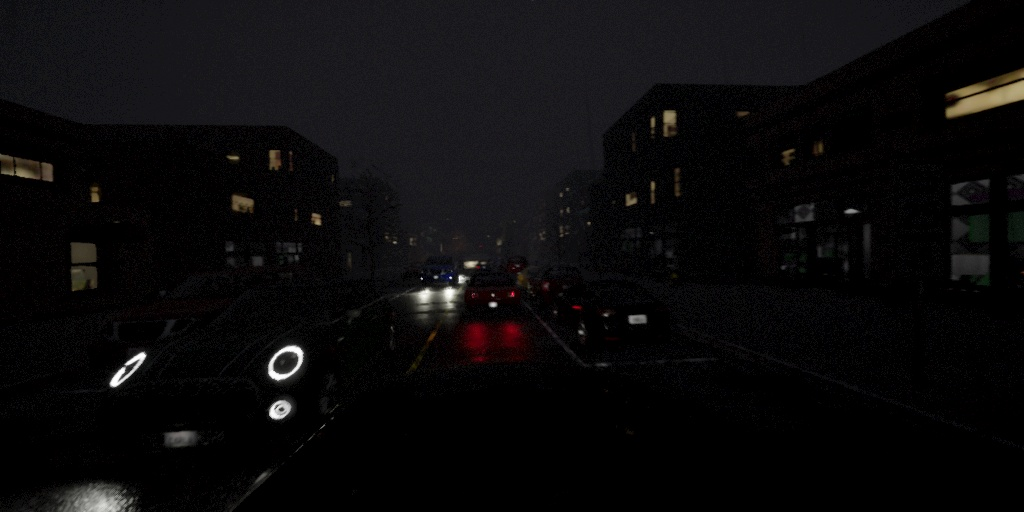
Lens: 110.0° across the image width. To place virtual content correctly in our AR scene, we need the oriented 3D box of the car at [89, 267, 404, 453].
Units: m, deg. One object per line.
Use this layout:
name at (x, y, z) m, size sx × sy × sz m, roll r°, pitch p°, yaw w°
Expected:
car at (-3.361, 1.163, 5.681) m, size 2.097 × 1.767 × 4.553 m, roll -1°, pitch 0°, yaw -4°

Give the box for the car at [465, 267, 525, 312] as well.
car at (-0.827, 1.306, 14.063) m, size 1.895 × 1.301 × 4.718 m, roll -1°, pitch 0°, yaw -5°

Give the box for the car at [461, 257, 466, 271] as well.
car at (-6.318, 0.867, 41.124) m, size 2.128 × 1.511 × 4.902 m, roll -1°, pitch 0°, yaw -5°

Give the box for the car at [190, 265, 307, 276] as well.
car at (-6.117, 1.176, 8.152) m, size 2.192 × 1.841 × 5.009 m, roll 0°, pitch 0°, yaw -5°

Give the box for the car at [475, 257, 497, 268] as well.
car at (-3.005, 1.172, 38.483) m, size 2.033 × 1.411 × 5.357 m, roll -1°, pitch 0°, yaw -5°

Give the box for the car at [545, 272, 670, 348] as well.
car at (2.229, 1.228, 8.880) m, size 1.948 × 1.339 × 4.313 m, roll 0°, pitch 0°, yaw -5°

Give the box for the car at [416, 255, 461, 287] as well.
car at (-5.041, 0.964, 25.368) m, size 2.150 × 2.045 × 5.566 m, roll -1°, pitch 0°, yaw -5°

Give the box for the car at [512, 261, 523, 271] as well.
car at (1.251, 1.151, 20.104) m, size 1.751 × 1.417 × 4.829 m, roll 0°, pitch 0°, yaw -5°

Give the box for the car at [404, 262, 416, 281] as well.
car at (-8.043, 1.226, 30.261) m, size 1.967 × 1.591 × 4.097 m, roll 0°, pitch 0°, yaw -5°

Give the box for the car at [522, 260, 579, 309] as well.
car at (1.748, 1.084, 14.407) m, size 1.967 × 1.591 × 4.097 m, roll 0°, pitch 0°, yaw -5°

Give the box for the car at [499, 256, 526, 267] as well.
car at (0.303, 0.903, 30.989) m, size 2.192 × 1.841 × 5.009 m, roll 0°, pitch 0°, yaw -5°

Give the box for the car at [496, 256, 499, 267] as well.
car at (-0.659, 0.991, 42.044) m, size 1.967 × 1.591 × 4.097 m, roll 0°, pitch 0°, yaw -5°
